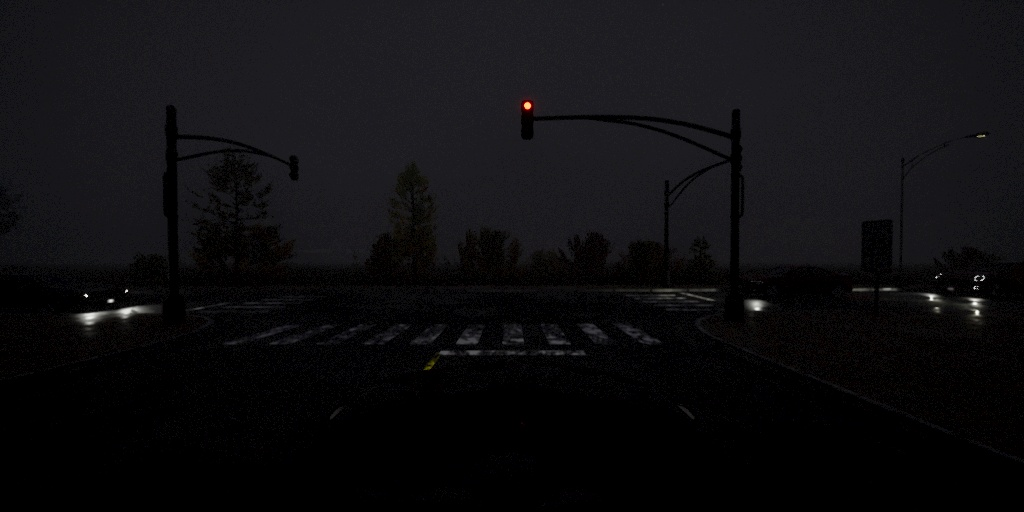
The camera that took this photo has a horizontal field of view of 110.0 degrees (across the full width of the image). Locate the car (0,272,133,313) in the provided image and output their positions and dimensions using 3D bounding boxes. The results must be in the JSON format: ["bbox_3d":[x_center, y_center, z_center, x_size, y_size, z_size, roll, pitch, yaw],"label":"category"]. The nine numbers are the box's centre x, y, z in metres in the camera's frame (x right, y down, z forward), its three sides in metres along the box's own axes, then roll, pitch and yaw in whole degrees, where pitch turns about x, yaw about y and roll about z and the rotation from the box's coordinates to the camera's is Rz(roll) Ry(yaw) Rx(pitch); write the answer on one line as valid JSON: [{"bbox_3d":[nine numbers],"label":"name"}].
[{"bbox_3d":[-18.016,1.335,13.676,5.357,1.411,2.033,0,1,-1],"label":"car"}]

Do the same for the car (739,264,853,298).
[{"bbox_3d":[13.568,1.171,17.425,5.008,1.535,1.882,0,1,-1],"label":"car"}]

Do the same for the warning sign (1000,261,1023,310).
[{"bbox_3d":[17.013,0.887,11.673,1.060,1.860,1.300,0,0,-1],"label":"warning sign"}]

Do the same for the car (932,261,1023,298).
[{"bbox_3d":[23.733,1.029,17.595,4.553,1.767,2.097,0,1,-1],"label":"car"}]
